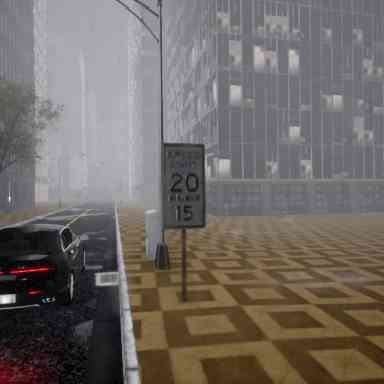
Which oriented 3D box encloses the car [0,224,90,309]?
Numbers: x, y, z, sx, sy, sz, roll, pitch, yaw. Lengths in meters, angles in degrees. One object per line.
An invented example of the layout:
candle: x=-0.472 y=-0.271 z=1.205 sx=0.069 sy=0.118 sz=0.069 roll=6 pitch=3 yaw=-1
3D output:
car: x=-3.608 y=1.509 z=7.811 sx=1.837 sy=1.490 sz=4.892 roll=-1 pitch=0 yaw=-13
